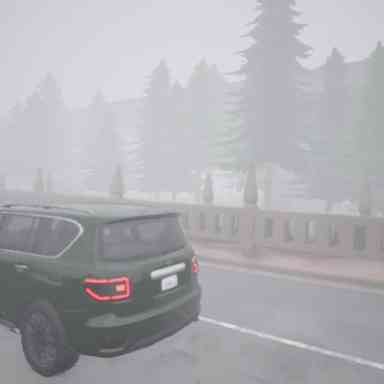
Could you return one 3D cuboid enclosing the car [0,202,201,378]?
[{"bbox_3d":[-2.466,1.191,5.752,5.566,2.045,2.150,1,1,35],"label":"car"}]
